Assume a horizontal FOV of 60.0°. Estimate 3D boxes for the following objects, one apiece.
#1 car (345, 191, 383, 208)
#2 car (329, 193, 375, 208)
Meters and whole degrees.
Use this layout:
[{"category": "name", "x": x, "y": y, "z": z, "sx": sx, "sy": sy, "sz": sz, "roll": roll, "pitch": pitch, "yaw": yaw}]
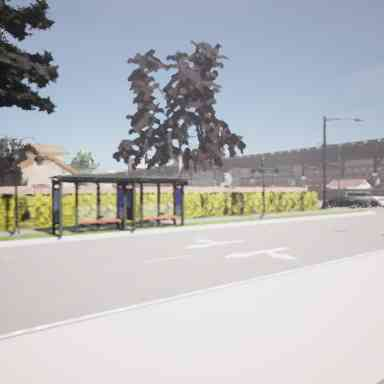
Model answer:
[{"category": "car", "x": 22.895, "y": 0.950, "z": 44.073, "sx": 2.150, "sy": 2.045, "sz": 5.566, "roll": 0, "pitch": 0, "yaw": -36}, {"category": "car", "x": 19.926, "y": 1.257, "z": 42.211, "sx": 1.837, "sy": 1.490, "sz": 4.892, "roll": 0, "pitch": 0, "yaw": -35}]
